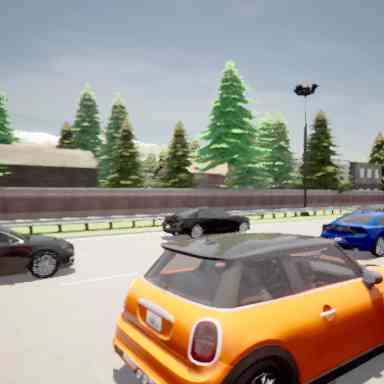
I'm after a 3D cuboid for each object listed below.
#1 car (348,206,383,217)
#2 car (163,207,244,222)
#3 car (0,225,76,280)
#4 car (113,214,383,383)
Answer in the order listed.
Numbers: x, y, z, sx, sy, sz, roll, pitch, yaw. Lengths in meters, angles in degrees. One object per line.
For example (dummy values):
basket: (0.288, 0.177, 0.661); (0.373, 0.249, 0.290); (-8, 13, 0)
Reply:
car: (7.190, 1.509, 13.174); (5.008, 1.535, 1.882); (0, 0, -35)
car: (0.870, 1.502, 17.265); (5.008, 1.535, 1.882); (0, 0, -36)
car: (-5.499, 1.505, 8.419); (4.892, 1.490, 1.837); (0, 0, -36)
car: (1.333, 1.361, 4.698); (4.553, 1.767, 2.097); (0, 0, -36)
